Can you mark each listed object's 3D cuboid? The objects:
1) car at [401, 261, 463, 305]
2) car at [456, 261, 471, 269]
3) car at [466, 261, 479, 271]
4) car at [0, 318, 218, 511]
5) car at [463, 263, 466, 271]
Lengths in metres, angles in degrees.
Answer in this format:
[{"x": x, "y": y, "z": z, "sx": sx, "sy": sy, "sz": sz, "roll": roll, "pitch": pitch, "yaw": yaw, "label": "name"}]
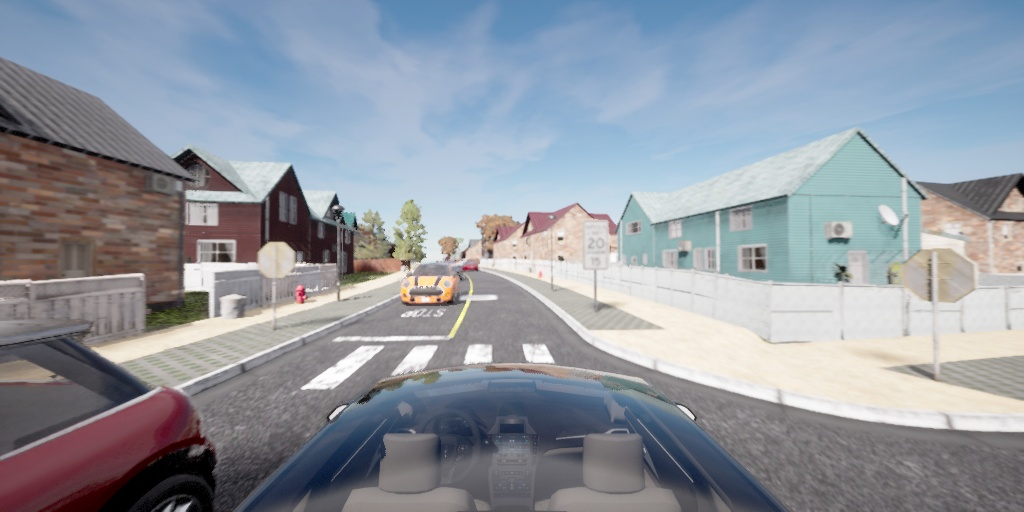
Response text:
[{"x": -3.509, "y": 1.097, "z": 16.025, "sx": 2.097, "sy": 1.767, "sz": 4.553, "roll": 0, "pitch": 0, "yaw": -5, "label": "car"}, {"x": -7.879, "y": 1.400, "z": 57.959, "sx": 1.895, "sy": 1.301, "sz": 4.718, "roll": 0, "pitch": 0, "yaw": -13, "label": "car"}, {"x": -5.626, "y": 1.334, "z": 48.293, "sx": 1.994, "sy": 1.385, "sz": 4.181, "roll": 0, "pitch": 0, "yaw": -12, "label": "car"}, {"x": -2.941, "y": 1.112, "z": 0.348, "sx": 2.097, "sy": 1.767, "sz": 4.553, "roll": 0, "pitch": 0, "yaw": 0, "label": "car"}, {"x": -5.059, "y": 1.347, "z": 29.941, "sx": 1.895, "sy": 1.301, "sz": 4.718, "roll": 0, "pitch": 0, "yaw": -9, "label": "car"}]
